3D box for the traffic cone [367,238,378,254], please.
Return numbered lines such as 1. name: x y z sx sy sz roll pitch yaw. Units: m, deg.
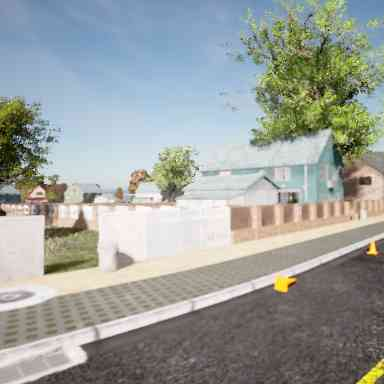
1. traffic cone: 6.941 2.052 12.768 0.340 0.580 0.340 -1 -1 41
